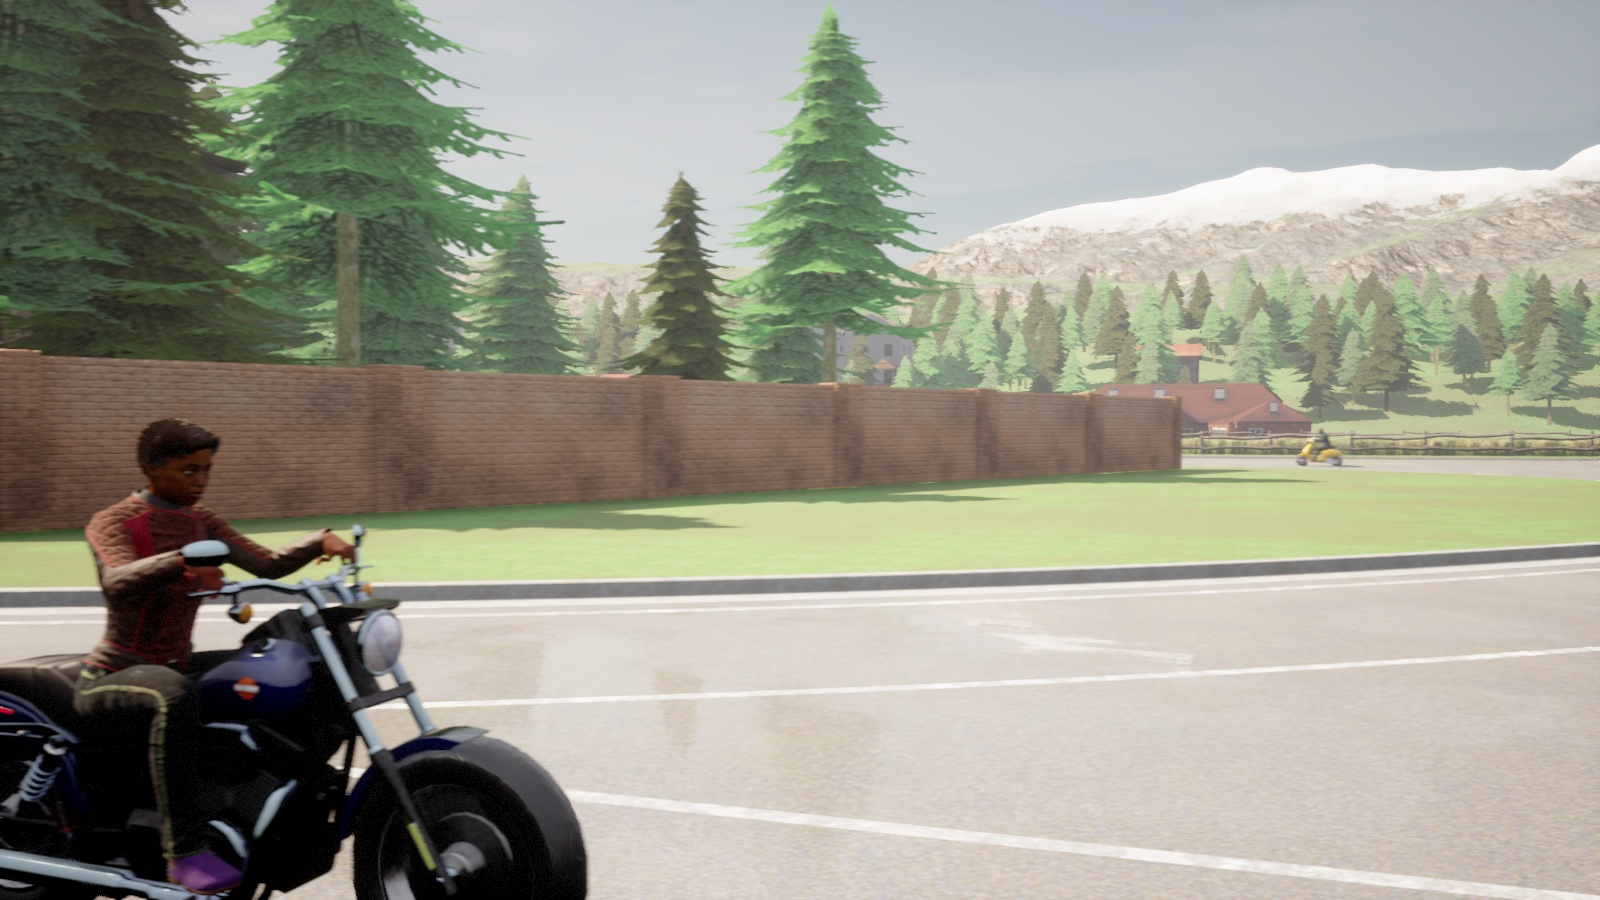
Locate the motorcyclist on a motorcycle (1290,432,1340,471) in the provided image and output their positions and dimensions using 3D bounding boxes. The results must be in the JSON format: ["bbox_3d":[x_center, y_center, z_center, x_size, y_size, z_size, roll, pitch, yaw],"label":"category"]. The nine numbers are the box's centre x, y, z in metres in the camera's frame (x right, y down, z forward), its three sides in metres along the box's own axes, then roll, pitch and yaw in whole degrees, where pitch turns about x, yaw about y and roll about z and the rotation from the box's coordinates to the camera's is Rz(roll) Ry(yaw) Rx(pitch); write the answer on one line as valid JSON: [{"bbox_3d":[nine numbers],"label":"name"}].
[{"bbox_3d":[20.954,0.049,51.162,1.817,1.590,0.866,1,1,19],"label":"motorcyclist on a motorcycle"}]

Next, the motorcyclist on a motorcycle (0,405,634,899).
[{"bbox_3d":[-1.741,0.699,3.778,2.350,1.649,0.766,1,1,19],"label":"motorcyclist on a motorcycle"}]
